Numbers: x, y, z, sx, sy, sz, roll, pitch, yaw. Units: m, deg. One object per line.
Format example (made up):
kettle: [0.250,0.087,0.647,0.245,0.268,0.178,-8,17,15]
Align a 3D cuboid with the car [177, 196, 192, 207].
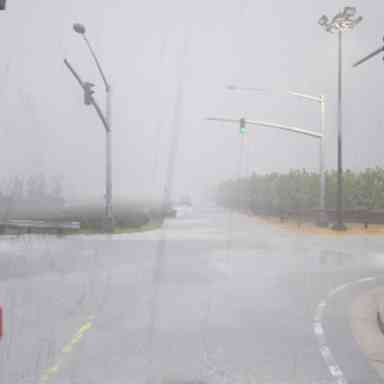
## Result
car: [-0.997,1.200,44.609,2.033,1.411,5.357,0,0,-3]

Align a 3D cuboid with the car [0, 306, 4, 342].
car: [-3.782,1.255,1.774,2.150,2.045,5.566,-1,0,14]
